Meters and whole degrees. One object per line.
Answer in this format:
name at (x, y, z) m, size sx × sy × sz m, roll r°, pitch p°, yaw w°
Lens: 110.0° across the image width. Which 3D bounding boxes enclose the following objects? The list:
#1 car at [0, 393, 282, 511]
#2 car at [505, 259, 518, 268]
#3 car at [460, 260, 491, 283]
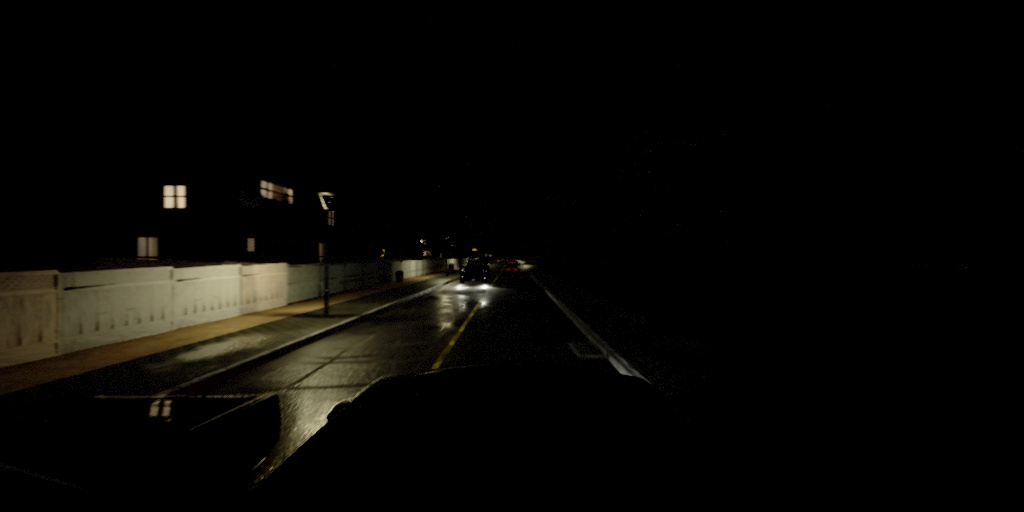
car at (-2.839, 1.350, 0.718) m, size 1.895 × 1.301 × 4.718 m, roll 0°, pitch 0°, yaw 0°
car at (-0.033, 1.250, 60.070) m, size 2.128 × 1.511 × 4.902 m, roll 0°, pitch 0°, yaw 0°
car at (-2.765, 1.103, 27.844) m, size 2.097 × 1.767 × 4.553 m, roll 0°, pitch 0°, yaw 0°
